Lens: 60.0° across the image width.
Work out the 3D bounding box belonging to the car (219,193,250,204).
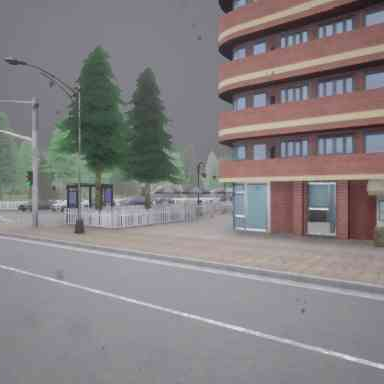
[{"bbox_3d":[8.102,1.173,63.691,5.566,2.045,2.150,0,0,-25],"label":"car"}]

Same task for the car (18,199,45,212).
[{"bbox_3d":[-17.526,1.508,38.123,1.994,1.385,4.181,0,0,36],"label":"car"}]

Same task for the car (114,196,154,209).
[{"bbox_3d":[-7.859,1.297,45.421,2.097,1.767,4.553,0,0,38],"label":"car"}]

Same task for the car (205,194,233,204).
[{"bbox_3d":[4.940,1.492,57.857,5.357,1.411,2.033,0,0,-32],"label":"car"}]

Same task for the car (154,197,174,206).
[{"bbox_3d":[-5.022,1.470,54.239,4.674,1.442,1.812,0,0,-45],"label":"car"}]

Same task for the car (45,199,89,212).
[{"bbox_3d":[-13.608,1.470,37.611,1.812,1.442,4.674,0,0,36],"label":"car"}]
